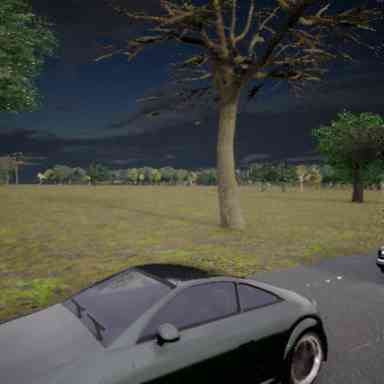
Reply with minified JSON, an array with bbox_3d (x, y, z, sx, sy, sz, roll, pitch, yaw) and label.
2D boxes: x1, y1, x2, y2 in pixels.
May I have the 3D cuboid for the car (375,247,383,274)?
[{"bbox_3d":[6.943,1.625,8.949,4.718,1.301,1.895,0,0,-35],"label":"car"}]

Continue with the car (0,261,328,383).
[{"bbox_3d":[-0.375,1.566,3.719,4.181,1.385,1.994,0,0,-36],"label":"car"}]
